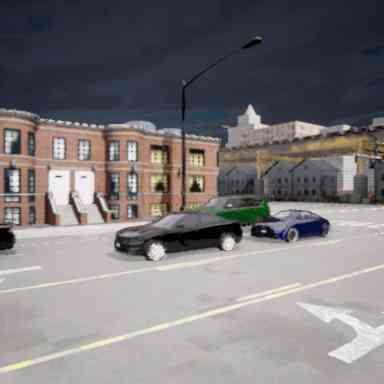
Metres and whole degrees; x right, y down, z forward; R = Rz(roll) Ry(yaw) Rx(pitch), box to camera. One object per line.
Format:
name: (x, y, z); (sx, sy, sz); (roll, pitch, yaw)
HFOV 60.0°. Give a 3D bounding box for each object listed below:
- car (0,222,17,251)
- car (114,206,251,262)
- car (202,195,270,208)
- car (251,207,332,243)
car: (-8.525, 1.480, 10.805); (5.008, 1.535, 1.882); (0, 0, -35)
car: (-0.369, 1.462, 12.308); (5.008, 1.535, 1.882); (0, 0, -35)
car: (1.947, 1.195, 18.236); (5.566, 2.045, 2.150); (0, 0, -35)
car: (4.797, 1.556, 15.888); (4.181, 1.385, 1.994); (0, 0, -35)
